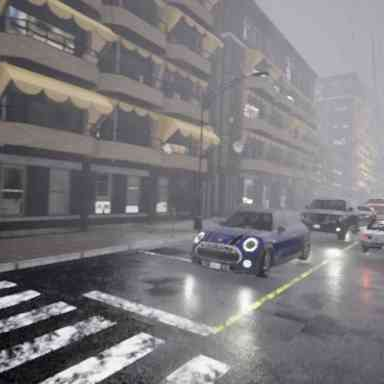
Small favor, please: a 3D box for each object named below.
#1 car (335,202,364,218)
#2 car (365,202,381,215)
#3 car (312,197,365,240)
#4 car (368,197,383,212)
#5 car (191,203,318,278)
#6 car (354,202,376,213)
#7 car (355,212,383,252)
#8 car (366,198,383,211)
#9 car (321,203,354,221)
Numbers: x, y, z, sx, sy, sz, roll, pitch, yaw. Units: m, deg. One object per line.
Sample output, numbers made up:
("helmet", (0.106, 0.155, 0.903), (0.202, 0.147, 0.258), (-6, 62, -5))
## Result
("car", (16.888, 1.856, 35.648), (2.008, 1.369, 4.403), (3, 1, 35))
("car", (13.458, 1.769, 26.363), (1.812, 1.442, 4.674), (2, 0, 36))
("car", (7.572, 1.318, 18.082), (2.150, 2.045, 5.566), (2, 0, 36))
("car", (19.725, 1.621, 35.076), (2.150, 2.045, 5.566), (2, 0, 36))
("car", (1.972, 1.311, 10.214), (2.097, 1.767, 4.553), (2, 0, 38))
("car", (23.344, 2.033, 44.724), (1.947, 1.339, 4.313), (3, 1, 35))
("car", (8.279, 1.744, 13.670), (1.895, 1.301, 4.718), (2, 0, 36))
("car", (29.813, 1.945, 53.796), (2.192, 1.841, 5.009), (3, 1, 35))
("car", (13.659, 1.791, 31.110), (1.947, 1.339, 4.313), (3, 1, 35))
